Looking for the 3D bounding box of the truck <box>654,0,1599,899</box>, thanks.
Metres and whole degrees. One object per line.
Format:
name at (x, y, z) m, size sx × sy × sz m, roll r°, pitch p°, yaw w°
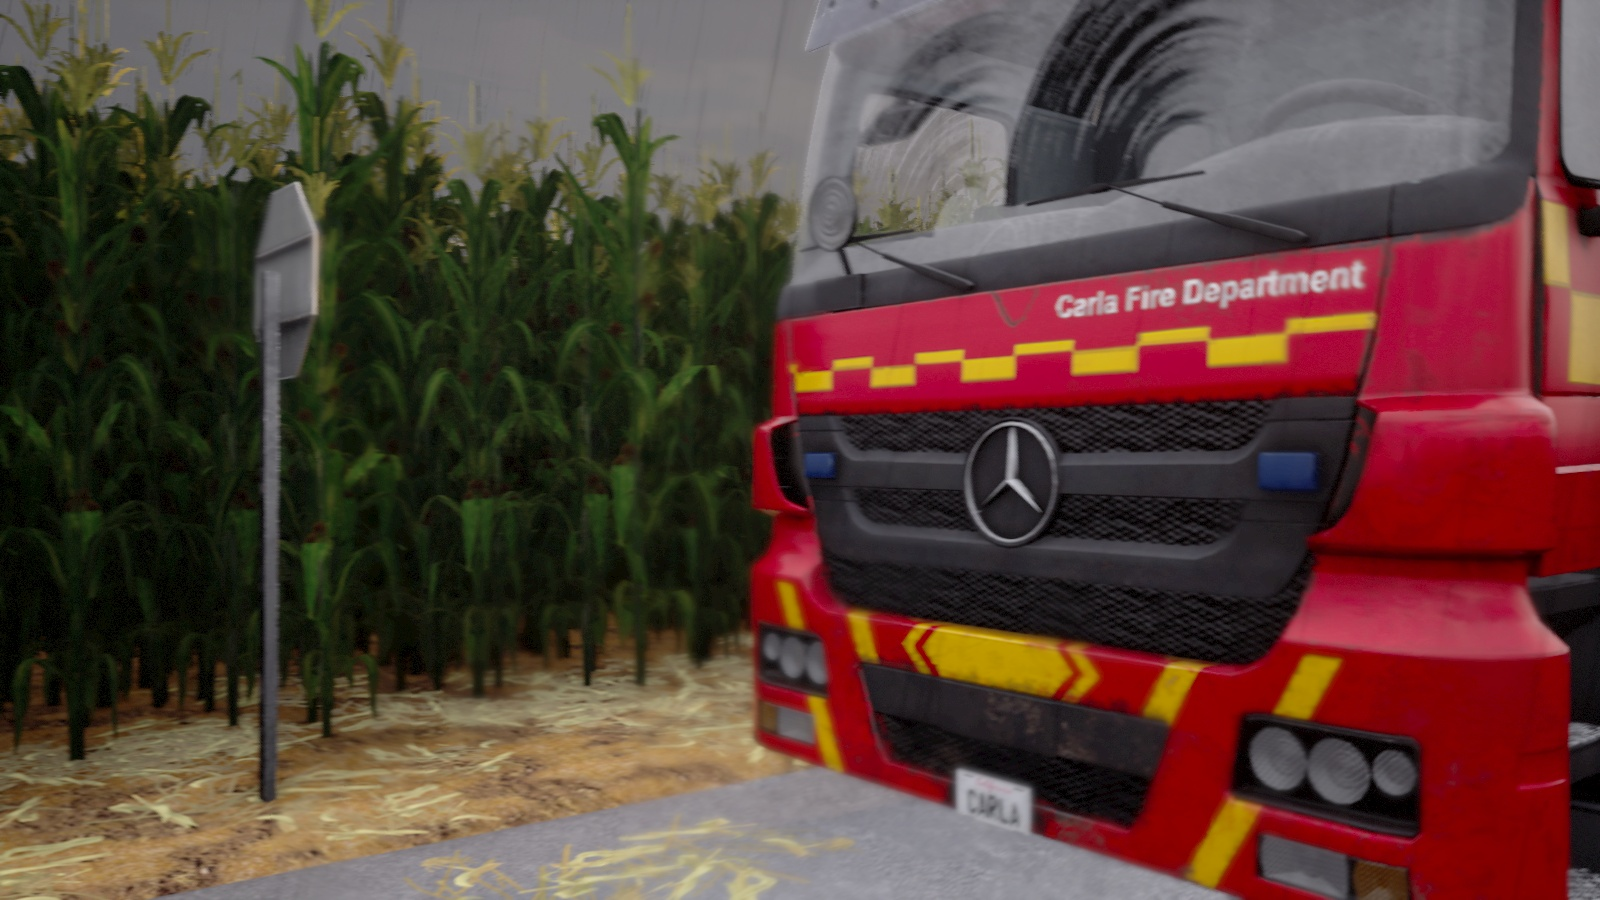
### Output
truck at (3.683, -0.411, 6.177) m, size 8.468 × 3.827 × 2.891 m, roll 0°, pitch 0°, yaw -38°
